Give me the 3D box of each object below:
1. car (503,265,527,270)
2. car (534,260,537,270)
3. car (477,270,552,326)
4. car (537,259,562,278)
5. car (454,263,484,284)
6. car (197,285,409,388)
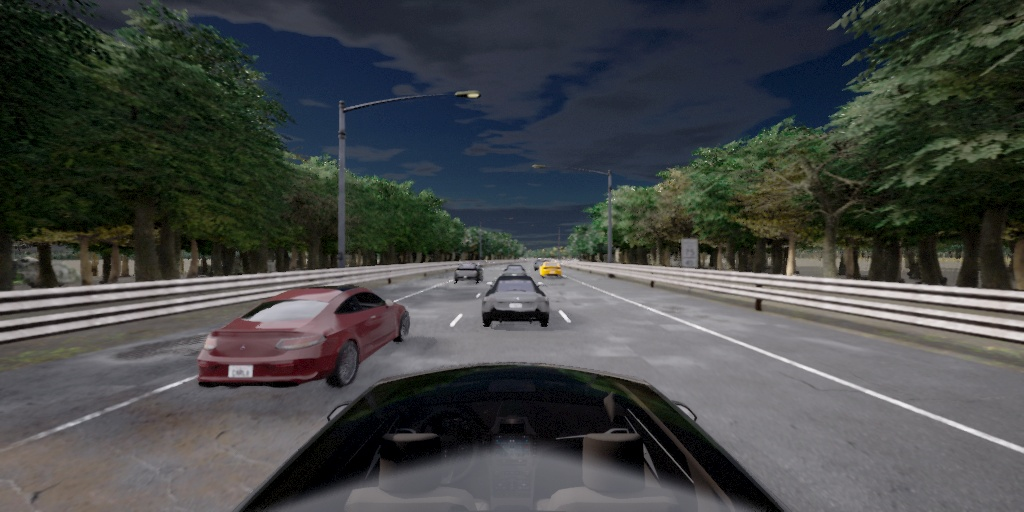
[{"bbox_3d":[0.233,1.384,28.604,1.994,1.385,4.181,0,0,1],"label":"car"},{"bbox_3d":[4.389,1.537,55.190,1.994,1.385,4.181,0,0,2],"label":"car"},{"bbox_3d":[0.104,1.330,11.818,1.994,1.385,4.181,0,0,0],"label":"car"},{"bbox_3d":[3.753,1.326,35.374,1.882,1.535,5.008,0,0,1],"label":"car"},{"bbox_3d":[-3.279,1.309,27.937,2.128,1.511,4.902,0,0,1],"label":"car"},{"bbox_3d":[-3.399,1.283,6.794,1.812,1.442,4.674,0,0,0],"label":"car"}]
